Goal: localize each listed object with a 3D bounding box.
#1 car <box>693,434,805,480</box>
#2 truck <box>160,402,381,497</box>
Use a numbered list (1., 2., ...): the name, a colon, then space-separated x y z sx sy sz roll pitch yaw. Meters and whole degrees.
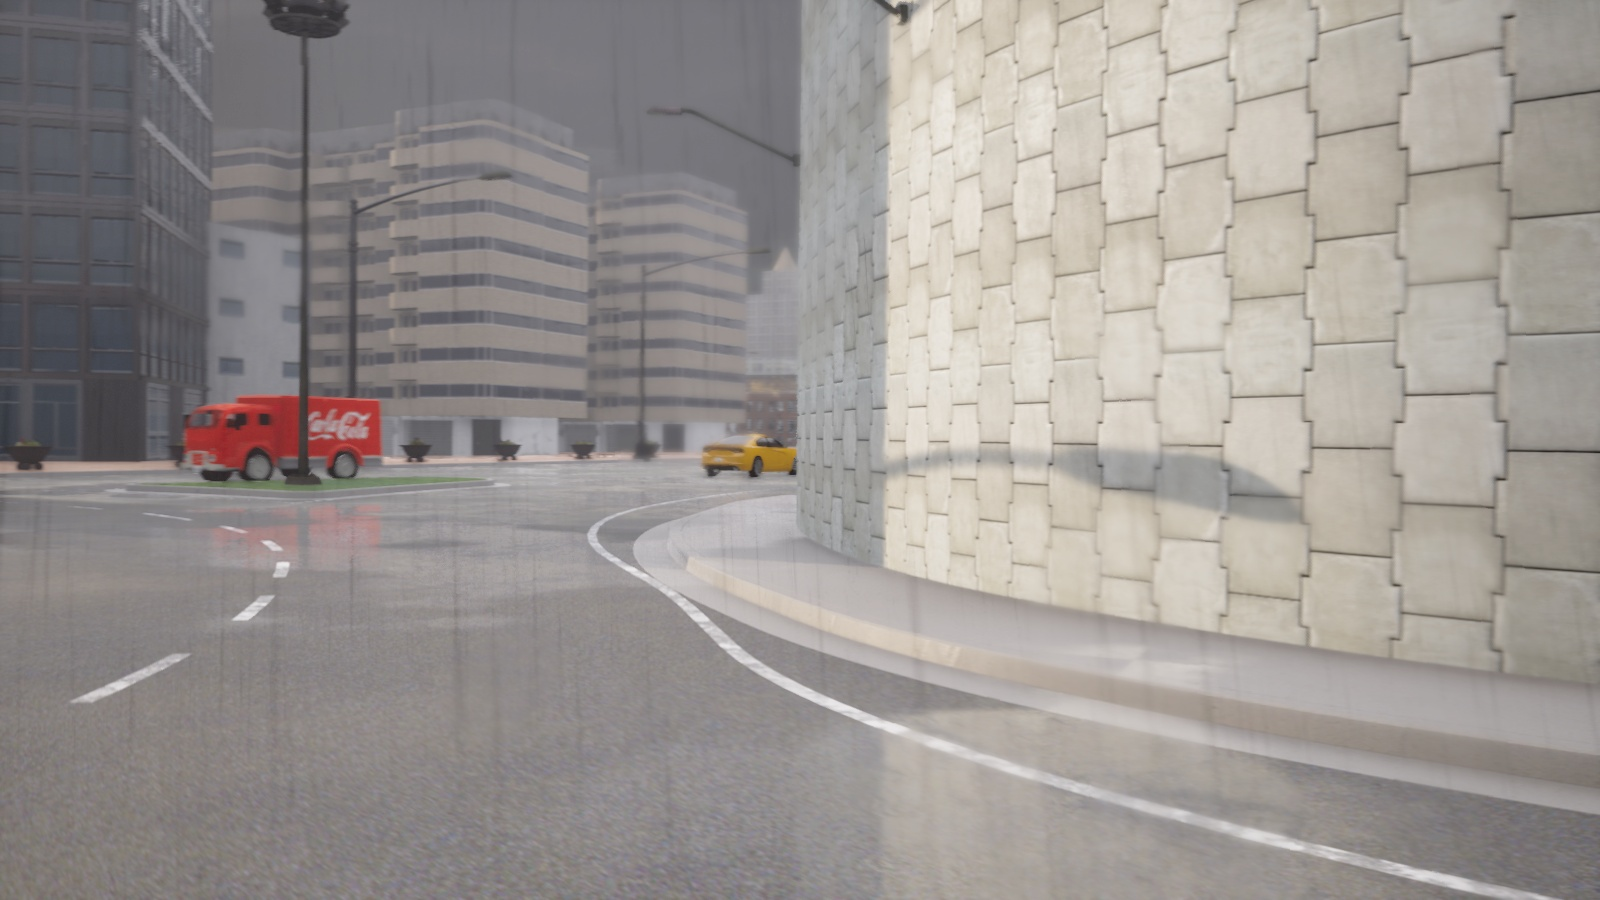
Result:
1. car: -1.742 0.208 45.076 1.882 1.535 5.008 0 1 26
2. truck: -14.908 -0.050 35.683 2.627 2.467 5.204 0 1 32
